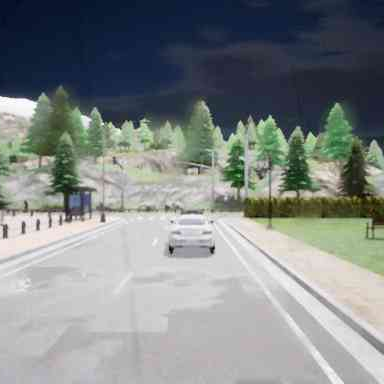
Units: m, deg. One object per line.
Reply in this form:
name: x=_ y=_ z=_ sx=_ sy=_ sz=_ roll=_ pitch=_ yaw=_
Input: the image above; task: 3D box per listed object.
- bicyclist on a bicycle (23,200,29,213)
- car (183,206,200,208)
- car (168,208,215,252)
bicyclist on a bicycle: x=-21.676 y=1.871 z=43.344 sx=0.582 sy=1.620 sz=1.656 roll=0 pitch=0 yaw=0
car: x=-0.009 y=1.871 z=29.106 sx=1.895 sy=1.301 sz=4.718 roll=0 pitch=0 yaw=0
car: x=-0.003 y=1.660 z=14.377 sx=1.812 sy=1.442 sz=4.674 roll=0 pitch=0 yaw=0
